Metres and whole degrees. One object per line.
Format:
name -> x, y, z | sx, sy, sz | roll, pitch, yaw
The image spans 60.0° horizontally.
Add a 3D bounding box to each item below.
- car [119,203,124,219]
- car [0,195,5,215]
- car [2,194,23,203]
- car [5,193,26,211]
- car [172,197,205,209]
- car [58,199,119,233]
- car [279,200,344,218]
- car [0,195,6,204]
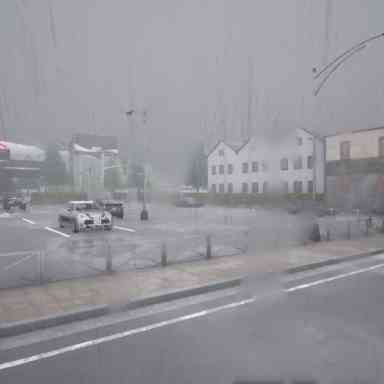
car -> -6.810, 1.313, 25.488 | 2.007, 1.523, 4.514 | 0, 0, -36
car -> -18.283, 1.113, 29.585 | 1.932, 1.855, 4.605 | 0, 0, -36
car -> -39.319, 1.328, 72.983 | 3.866, 1.878, 1.905 | 0, 0, -36
car -> -20.193, 1.092, 37.895 | 1.905, 1.878, 3.866 | 0, 0, -36
car -> -0.605, 1.371, 43.222 | 2.033, 1.411, 5.357 | 0, 0, -35
car -> -5.683, 1.248, 17.625 | 1.970, 1.475, 3.806 | 0, 0, -36
car -> 10.006, 1.371, 28.288 | 2.033, 1.411, 5.357 | 0, 0, -35
car -> -39.548, 1.495, 65.854 | 4.611, 1.667, 2.242 | 0, 0, -36
